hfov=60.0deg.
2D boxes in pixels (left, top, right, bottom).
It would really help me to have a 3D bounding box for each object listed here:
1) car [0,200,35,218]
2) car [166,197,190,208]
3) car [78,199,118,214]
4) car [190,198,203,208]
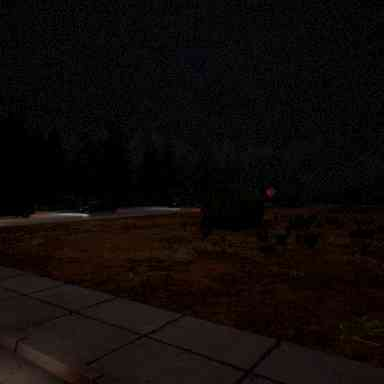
[{"bbox_3d":[-16.171,1.504,28.617,1.882,1.535,5.008,0,0,36],"label":"car"},{"bbox_3d":[-1.661,1.504,48.200,1.882,1.535,5.008,0,0,37],"label":"car"},{"bbox_3d":[-10.252,1.553,36.615,1.812,1.442,4.674,0,0,37],"label":"car"},{"bbox_3d":[2.195,1.532,47.239,1.837,1.490,4.892,0,0,36],"label":"car"}]
